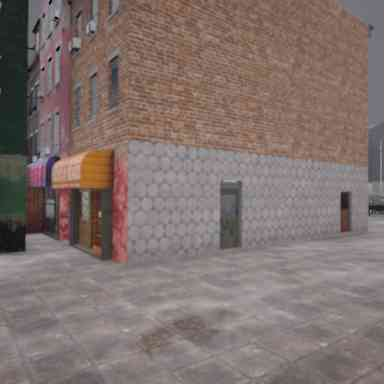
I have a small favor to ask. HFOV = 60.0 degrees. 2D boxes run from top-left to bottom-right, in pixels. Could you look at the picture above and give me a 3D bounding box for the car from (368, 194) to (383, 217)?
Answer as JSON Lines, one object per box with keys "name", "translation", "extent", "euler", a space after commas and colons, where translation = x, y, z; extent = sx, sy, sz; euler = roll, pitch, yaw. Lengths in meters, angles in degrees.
{"name": "car", "translation": [15.716, 1.169, 27.821], "extent": [2.150, 2.045, 5.566], "euler": [1, 0, -36]}
